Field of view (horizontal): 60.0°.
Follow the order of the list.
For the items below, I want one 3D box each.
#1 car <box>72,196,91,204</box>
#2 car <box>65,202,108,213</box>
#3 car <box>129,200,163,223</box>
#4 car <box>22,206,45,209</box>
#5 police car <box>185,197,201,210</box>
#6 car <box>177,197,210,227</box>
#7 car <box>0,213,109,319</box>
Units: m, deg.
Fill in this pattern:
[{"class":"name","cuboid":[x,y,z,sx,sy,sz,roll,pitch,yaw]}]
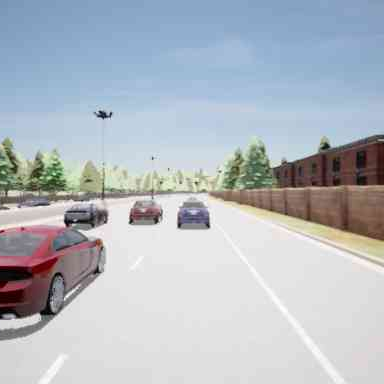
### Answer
[{"class":"car","cuboid":[-21.003,1.472,63.430,1.837,1.490,4.892,0,0,0]},{"class":"car","cuboid":[-6.901,1.487,22.128,2.128,1.511,4.902,0,0,0]},{"class":"car","cuboid":[-3.401,1.347,25.295,2.097,1.767,4.553,0,0,0]},{"class":"car","cuboid":[-17.586,1.483,37.006,2.128,1.511,4.902,0,0,0]},{"class":"police car","cuboid":[0.083,1.496,44.395,2.038,1.542,4.974,0,0,0]},{"class":"car","cuboid":[0.097,1.348,22.716,2.097,1.767,4.553,0,0,0]},{"class":"car","cuboid":[-3.398,1.476,7.506,1.882,1.535,5.008,0,0,0]}]
